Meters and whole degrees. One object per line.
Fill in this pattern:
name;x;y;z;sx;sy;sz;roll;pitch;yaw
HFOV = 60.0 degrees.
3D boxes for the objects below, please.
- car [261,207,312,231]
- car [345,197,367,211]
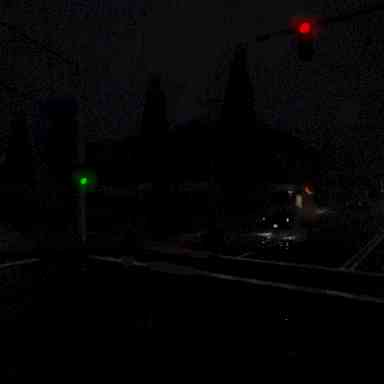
car;6.111;1.678;21.225;1.895;1.301;4.718;0;0;35
car;20.958;1.435;42.452;2.097;1.767;4.553;0;0;35
